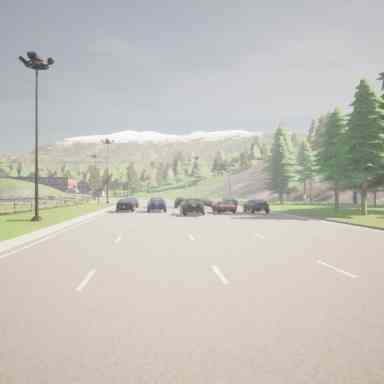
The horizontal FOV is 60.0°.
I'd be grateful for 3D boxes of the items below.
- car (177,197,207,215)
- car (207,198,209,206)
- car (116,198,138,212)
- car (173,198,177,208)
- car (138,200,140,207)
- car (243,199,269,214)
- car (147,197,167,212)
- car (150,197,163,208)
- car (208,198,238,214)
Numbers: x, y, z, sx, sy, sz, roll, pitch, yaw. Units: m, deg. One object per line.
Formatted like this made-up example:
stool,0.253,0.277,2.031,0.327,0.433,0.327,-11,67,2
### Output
car,-0.056,1.352,33.904,2.097,1.767,4.553,0,0,-6
car,1.893,1.547,48.460,2.033,1.411,5.357,0,0,-6
car,-7.555,1.478,38.161,1.882,1.535,5.008,0,0,-6
car,-1.605,1.504,48.245,1.837,1.490,4.892,0,0,-6
car,-8.552,1.526,47.367,1.812,1.442,4.674,0,0,-6
car,6.800,1.504,35.604,1.837,1.490,4.892,0,0,-6
car,-4.021,1.352,38.004,2.097,1.767,4.553,0,0,-7
car,-5.095,1.526,47.883,1.812,1.442,4.674,0,0,-7
car,3.317,1.601,35.272,1.895,1.301,4.718,0,0,-6
